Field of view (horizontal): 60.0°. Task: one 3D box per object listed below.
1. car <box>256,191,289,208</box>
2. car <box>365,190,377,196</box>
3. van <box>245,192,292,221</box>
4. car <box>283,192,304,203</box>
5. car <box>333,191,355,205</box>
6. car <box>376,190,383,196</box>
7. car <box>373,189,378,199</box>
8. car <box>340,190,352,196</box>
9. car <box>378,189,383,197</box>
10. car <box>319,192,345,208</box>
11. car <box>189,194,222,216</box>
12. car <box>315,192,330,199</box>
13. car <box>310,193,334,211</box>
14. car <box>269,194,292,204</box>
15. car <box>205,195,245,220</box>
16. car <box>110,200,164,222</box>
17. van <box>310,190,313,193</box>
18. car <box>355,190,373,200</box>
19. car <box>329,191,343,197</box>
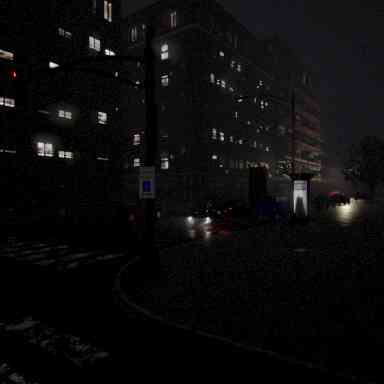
[{"bbox_3d":[9.335,0.826,38.196,2.097,1.767,4.553,0,1,36],"label":"car"},{"bbox_3d":[44.183,0.215,82.110,1.994,1.385,4.181,0,1,36],"label":"car"},{"bbox_3d":[5.657,1.008,23.736,1.690,1.788,3.998,1,1,36],"label":"van"},{"bbox_3d":[15.720,0.801,51.388,1.752,1.417,4.829,1,1,36],"label":"car"},{"bbox_3d":[18.797,0.923,42.138,1.947,1.339,4.313,1,1,36],"label":"car"},{"bbox_3d":[45.077,0.314,78.932,1.802,1.307,4.206,1,1,36],"label":"car"},{"bbox_3d":[31.937,0.590,60.535,1.887,1.381,4.507,1,1,36],"label":"car"},{"bbox_3d":[38.791,0.277,83.688,2.008,1.369,4.403,1,1,36],"label":"car"},{"bbox_3d":[41.792,0.355,74.333,1.887,1.381,4.507,1,1,36],"label":"car"},{"bbox_3d":[15.511,0.979,37.538,1.887,1.381,4.507,1,1,36],"label":"car"},{"bbox_3d":[1.713,1.006,27.550,2.097,1.767,4.553,0,1,36],"label":"car"},{"bbox_3d":[25.664,0.621,65.311,1.802,1.307,4.206,1,1,36],"label":"car"},{"bbox_3d":[12.226,1.078,32.939,1.947,1.339,4.313,1,1,36],"label":"car"},{"bbox_3d":[12.537,0.933,46.933,1.802,1.307,4.206,1,1,36],"label":"car"},{"bbox_3d":[3.195,1.201,24.726,1.812,1.442,4.674,0,1,36],"label":"car"},{"bbox_3d":[-3.871,1.283,23.960,1.887,1.381,4.507,1,1,36],"label":"car"},{"bbox_3d":[19.102,0.536,56.118,1.690,1.788,3.998,1,1,36],"label":"van"},{"bbox_3d":[28.652,0.563,55.934,1.967,1.590,4.097,1,1,36],"label":"car"},{"bbox_3d":[32.227,0.427,74.499,1.887,1.381,4.507,1,1,36],"label":"car"}]
